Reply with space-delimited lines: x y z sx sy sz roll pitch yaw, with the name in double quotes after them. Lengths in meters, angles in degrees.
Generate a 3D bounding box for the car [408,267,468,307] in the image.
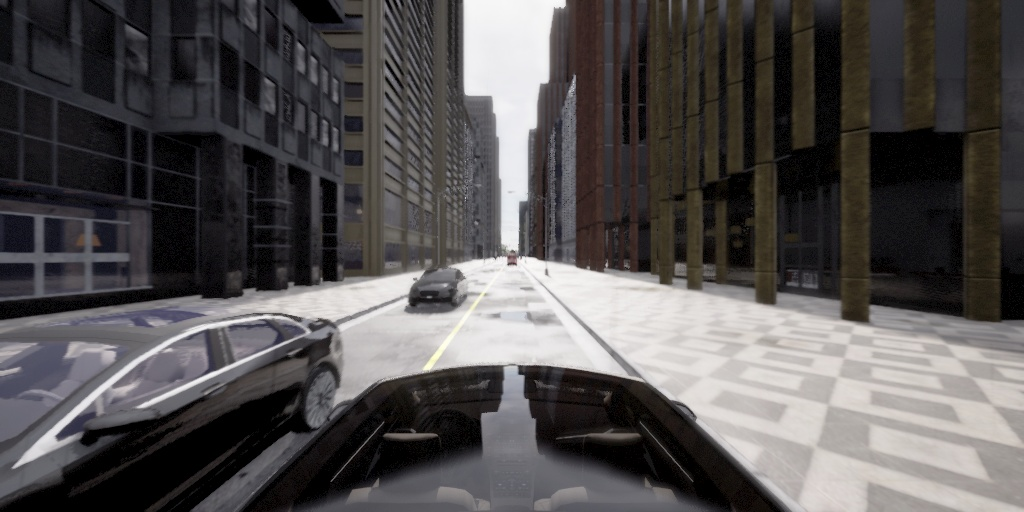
-2.996 1.230 15.414 1.837 1.490 4.892 0 0 0 "car"

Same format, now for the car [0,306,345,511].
-3.088 1.239 2.716 2.128 1.511 4.902 0 0 0 "car"
